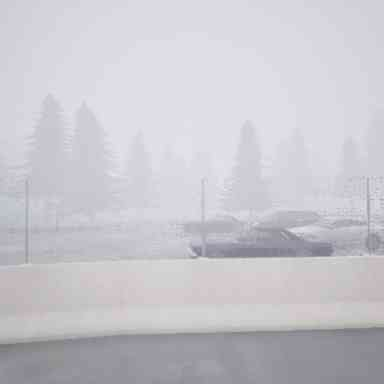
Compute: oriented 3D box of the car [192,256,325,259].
[{"bbox_3d":[2.186,1.889,11.494,4.718,1.301,1.895,-1,-2,-5],"label":"car"}]
